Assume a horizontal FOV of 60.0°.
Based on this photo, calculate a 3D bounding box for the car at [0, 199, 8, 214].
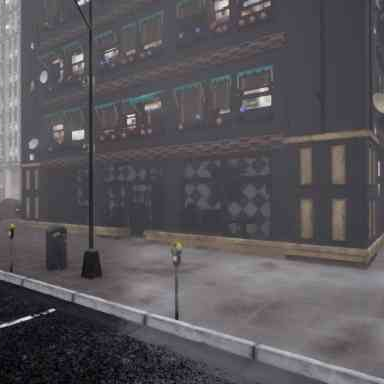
[{"bbox_3d":[-16.179,1.308,29.050,1.994,1.385,4.181,0,1,35],"label":"car"}]

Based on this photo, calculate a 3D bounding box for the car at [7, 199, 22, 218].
[{"bbox_3d":[-11.417,1.282,25.736,1.947,1.339,4.313,1,1,35],"label":"car"}]
